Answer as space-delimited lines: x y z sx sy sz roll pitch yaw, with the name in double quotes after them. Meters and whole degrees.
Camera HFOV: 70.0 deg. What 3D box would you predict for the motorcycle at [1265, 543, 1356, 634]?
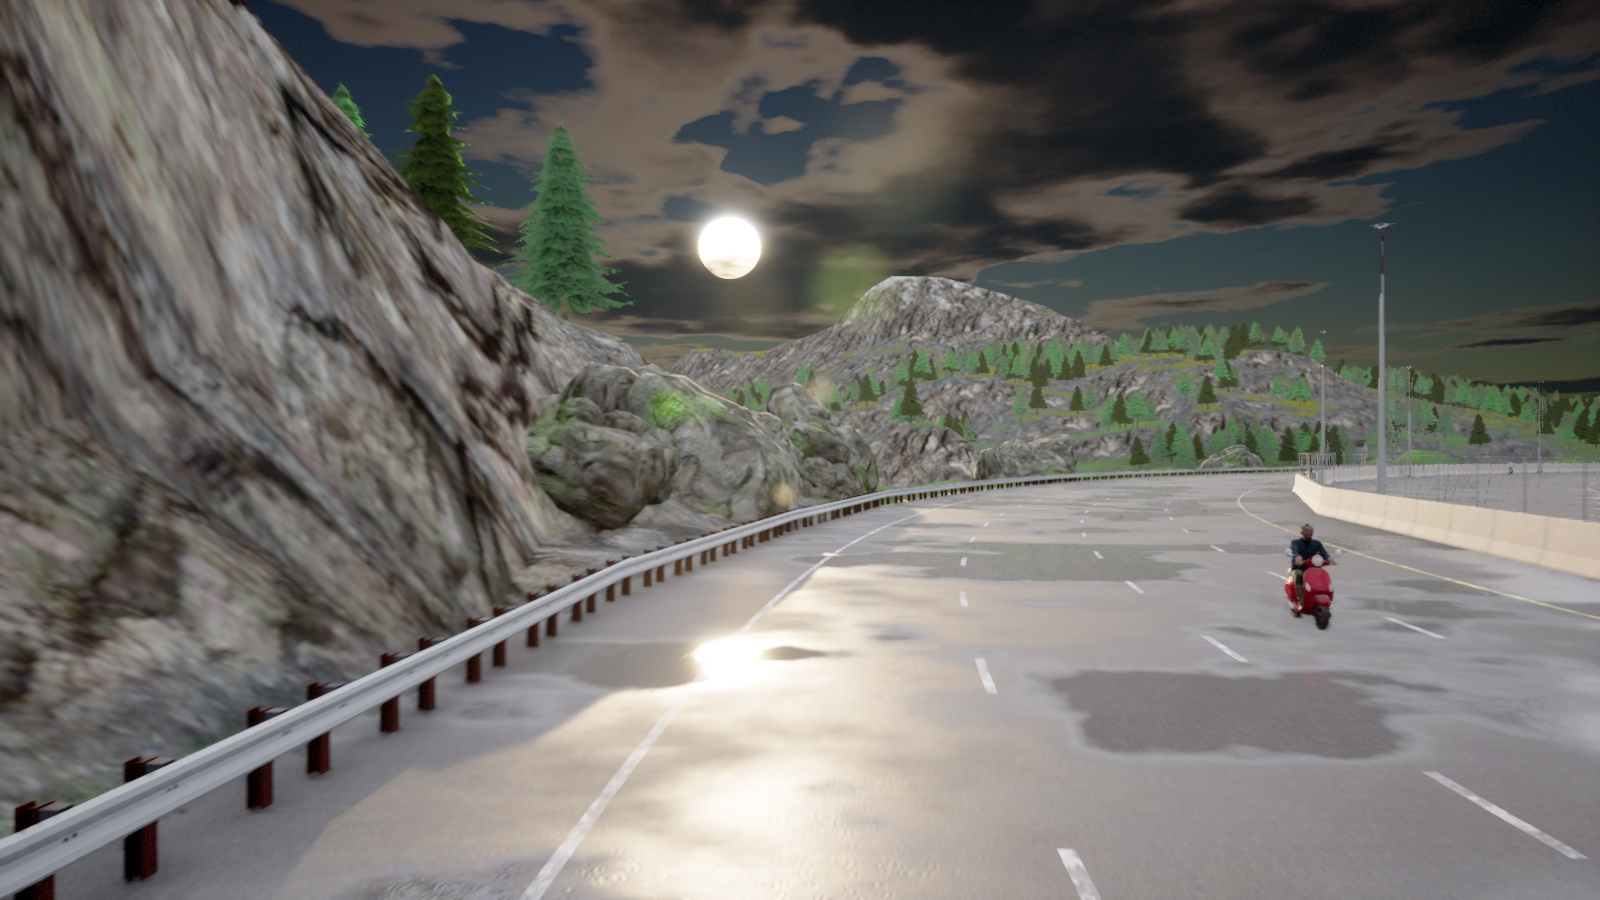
8.191 2.193 18.407 0.856 1.236 1.805 0 0 8 "motorcycle"
